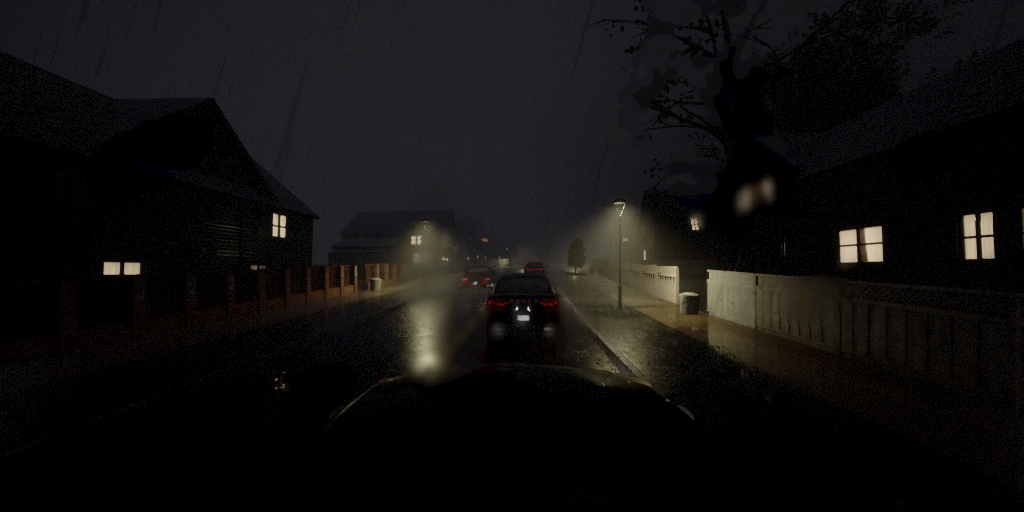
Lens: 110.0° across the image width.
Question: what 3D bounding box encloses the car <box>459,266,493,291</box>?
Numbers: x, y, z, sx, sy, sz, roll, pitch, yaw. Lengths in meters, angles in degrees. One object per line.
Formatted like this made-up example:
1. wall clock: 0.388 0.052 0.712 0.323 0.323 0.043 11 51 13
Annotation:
1. car: -1.883 1.326 21.841 1.994 1.385 4.181 0 0 5

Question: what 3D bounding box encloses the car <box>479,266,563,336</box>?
1. car: 0.345 1.231 10.477 1.882 1.535 5.008 0 0 2

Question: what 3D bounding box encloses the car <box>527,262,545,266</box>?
1. car: 2.100 1.248 31.436 1.837 1.490 4.892 0 0 7
